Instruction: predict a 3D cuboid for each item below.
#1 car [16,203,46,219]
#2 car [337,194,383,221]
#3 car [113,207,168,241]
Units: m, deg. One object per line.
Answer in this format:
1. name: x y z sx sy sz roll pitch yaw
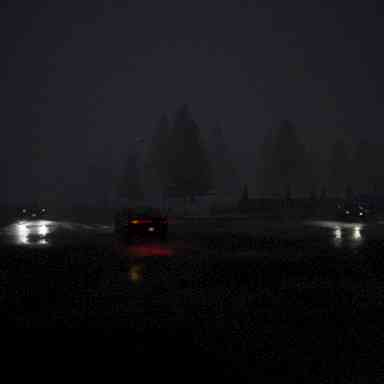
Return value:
1. car: -14.066 1.595 28.926 1.895 1.301 4.718 0 0 -33
2. car: 14.109 1.189 26.943 5.566 2.045 2.150 0 0 -35
3. car: -2.708 1.470 16.821 1.882 1.535 5.008 0 0 -22
